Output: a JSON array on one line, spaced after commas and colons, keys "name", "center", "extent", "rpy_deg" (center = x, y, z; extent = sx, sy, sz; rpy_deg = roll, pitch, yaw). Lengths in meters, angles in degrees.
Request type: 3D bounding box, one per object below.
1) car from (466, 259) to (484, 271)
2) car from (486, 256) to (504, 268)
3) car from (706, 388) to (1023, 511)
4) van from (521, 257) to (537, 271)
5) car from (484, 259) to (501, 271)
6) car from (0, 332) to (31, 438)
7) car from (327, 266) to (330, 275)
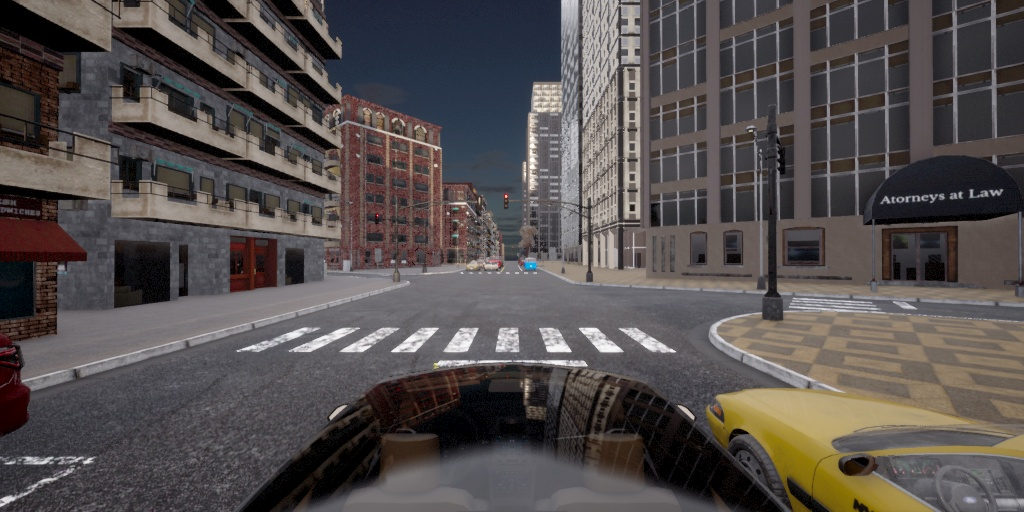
[{"name": "car", "center": [-5.337, 1.320, 49.908], "extent": [1.751, 1.417, 4.829], "rpy_deg": [0, 0, 0]}, {"name": "car", "center": [-2.858, 1.037, 59.699], "extent": [2.150, 2.045, 5.566], "rpy_deg": [0, 0, 0]}, {"name": "car", "center": [2.566, 1.275, 1.258], "extent": [1.751, 1.417, 4.829], "rpy_deg": [0, 0, 0]}, {"name": "van", "center": [2.543, 1.136, 50.081], "extent": [1.690, 1.789, 3.998], "rpy_deg": [0, 0, 0]}, {"name": "car", "center": [-2.871, 1.396, 50.192], "extent": [1.895, 1.301, 4.718], "rpy_deg": [0, 0, -2]}, {"name": "car", "center": [-5.314, 1.065, 1.078], "extent": [2.192, 1.841, 5.009], "rpy_deg": [0, 0, 0]}, {"name": "car", "center": [-23.558, 1.440, 42.782], "extent": [5.008, 1.535, 1.882], "rpy_deg": [-1, -1, 41]}]
